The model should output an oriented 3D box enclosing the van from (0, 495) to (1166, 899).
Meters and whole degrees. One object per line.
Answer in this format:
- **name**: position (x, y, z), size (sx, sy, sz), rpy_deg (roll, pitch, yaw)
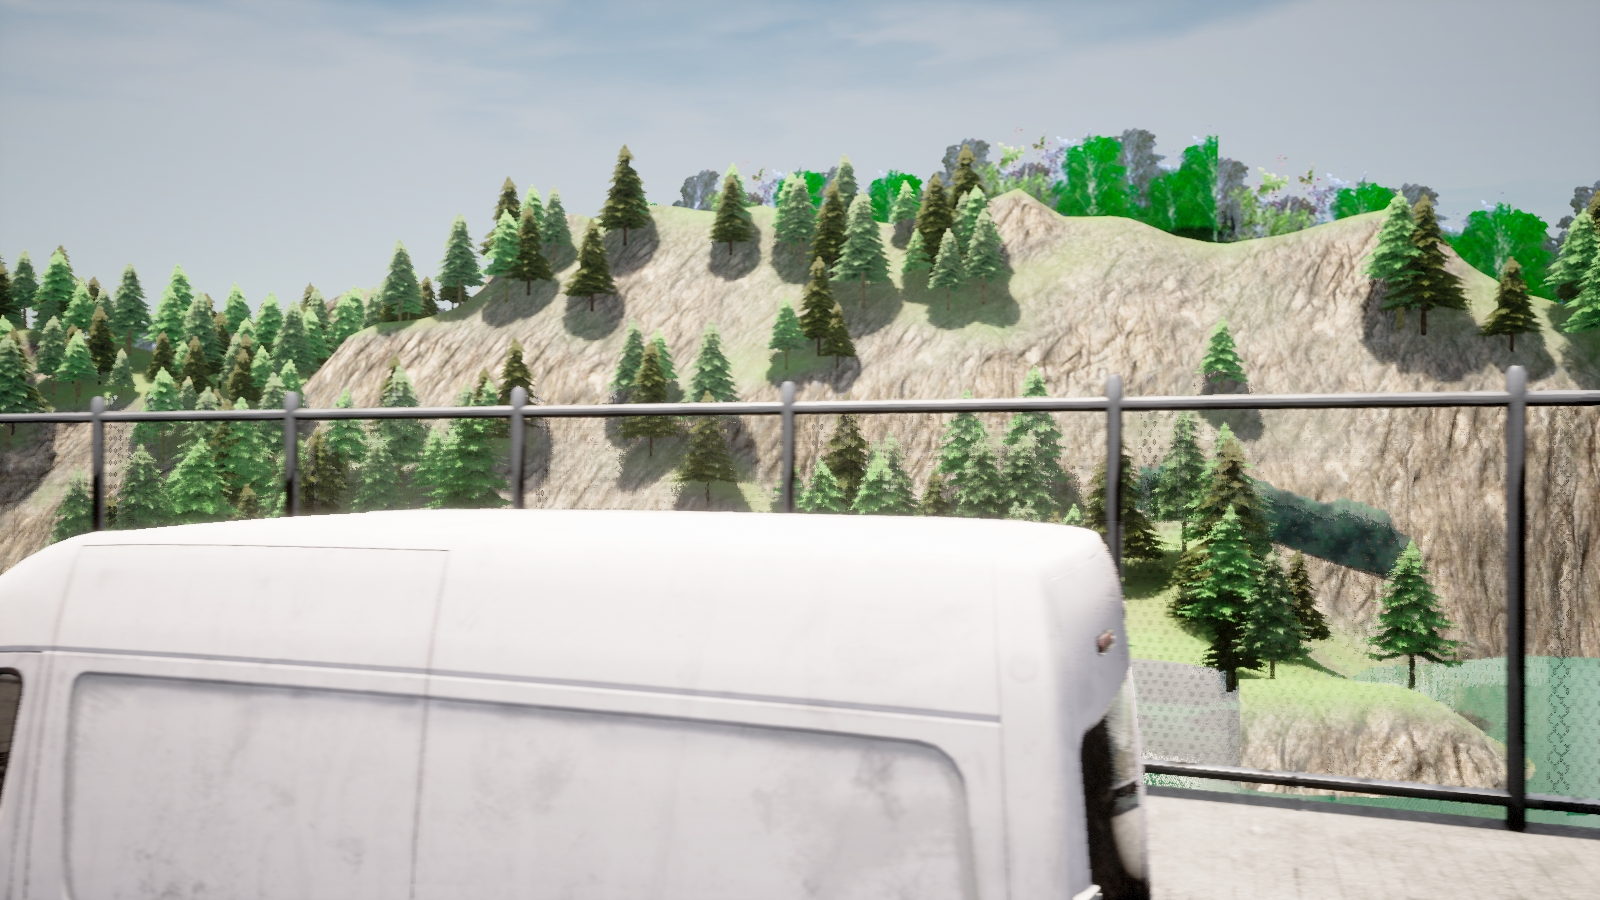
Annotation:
- **van**: position (-1.718, 1.534, 4.455), size (5.915, 2.561, 1.988), rpy_deg (0, 0, 20)
